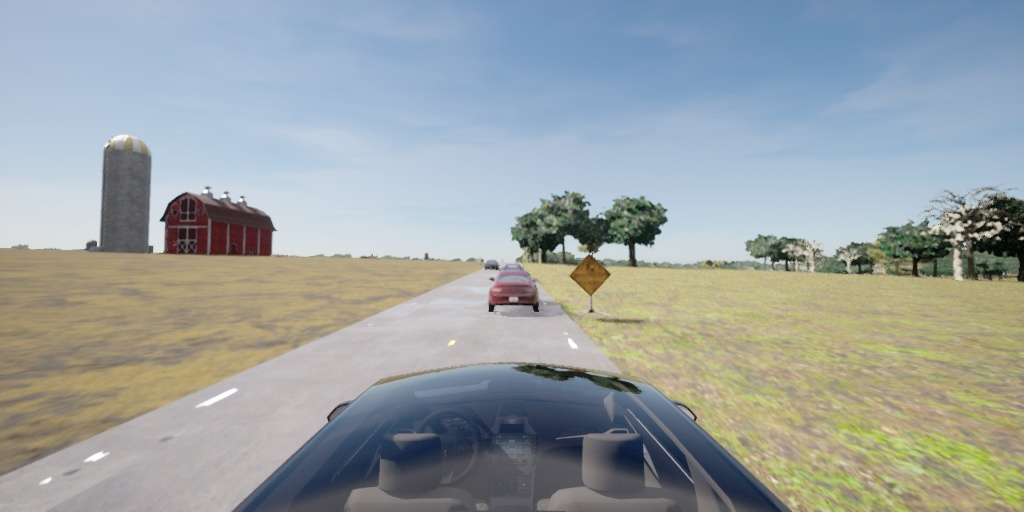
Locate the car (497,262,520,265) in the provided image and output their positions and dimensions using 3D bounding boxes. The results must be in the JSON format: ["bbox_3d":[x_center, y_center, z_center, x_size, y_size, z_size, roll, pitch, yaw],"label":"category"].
[{"bbox_3d":[0.070,1.304,29.345,1.994,1.385,4.181,0,0,0],"label":"car"}]

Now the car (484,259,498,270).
[{"bbox_3d":[-2.835,1.229,50.472,1.882,1.535,5.008,0,0,0],"label":"car"}]

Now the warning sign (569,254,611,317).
[{"bbox_3d":[2.449,0.862,11.038,1.300,1.860,1.060,0,0,0],"label":"warning sign"}]

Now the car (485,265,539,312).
[{"bbox_3d":[0.068,1.271,14.197,1.812,1.442,4.674,0,0,0],"label":"car"}]
